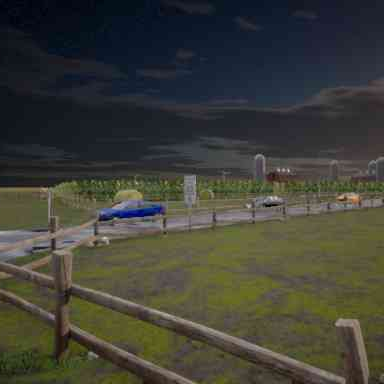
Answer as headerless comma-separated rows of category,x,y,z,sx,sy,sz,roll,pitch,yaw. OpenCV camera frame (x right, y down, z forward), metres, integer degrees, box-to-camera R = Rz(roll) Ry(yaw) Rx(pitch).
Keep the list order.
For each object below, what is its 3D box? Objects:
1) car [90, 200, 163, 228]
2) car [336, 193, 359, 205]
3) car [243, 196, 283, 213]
car,-4.002,1.279,21.097,5.008,1.535,1.882,-1,1,-45
car,21.660,0.872,45.852,5.008,1.535,1.882,-1,1,-44
car,6.809,1.118,31.598,4.902,1.511,2.128,-1,1,-44
